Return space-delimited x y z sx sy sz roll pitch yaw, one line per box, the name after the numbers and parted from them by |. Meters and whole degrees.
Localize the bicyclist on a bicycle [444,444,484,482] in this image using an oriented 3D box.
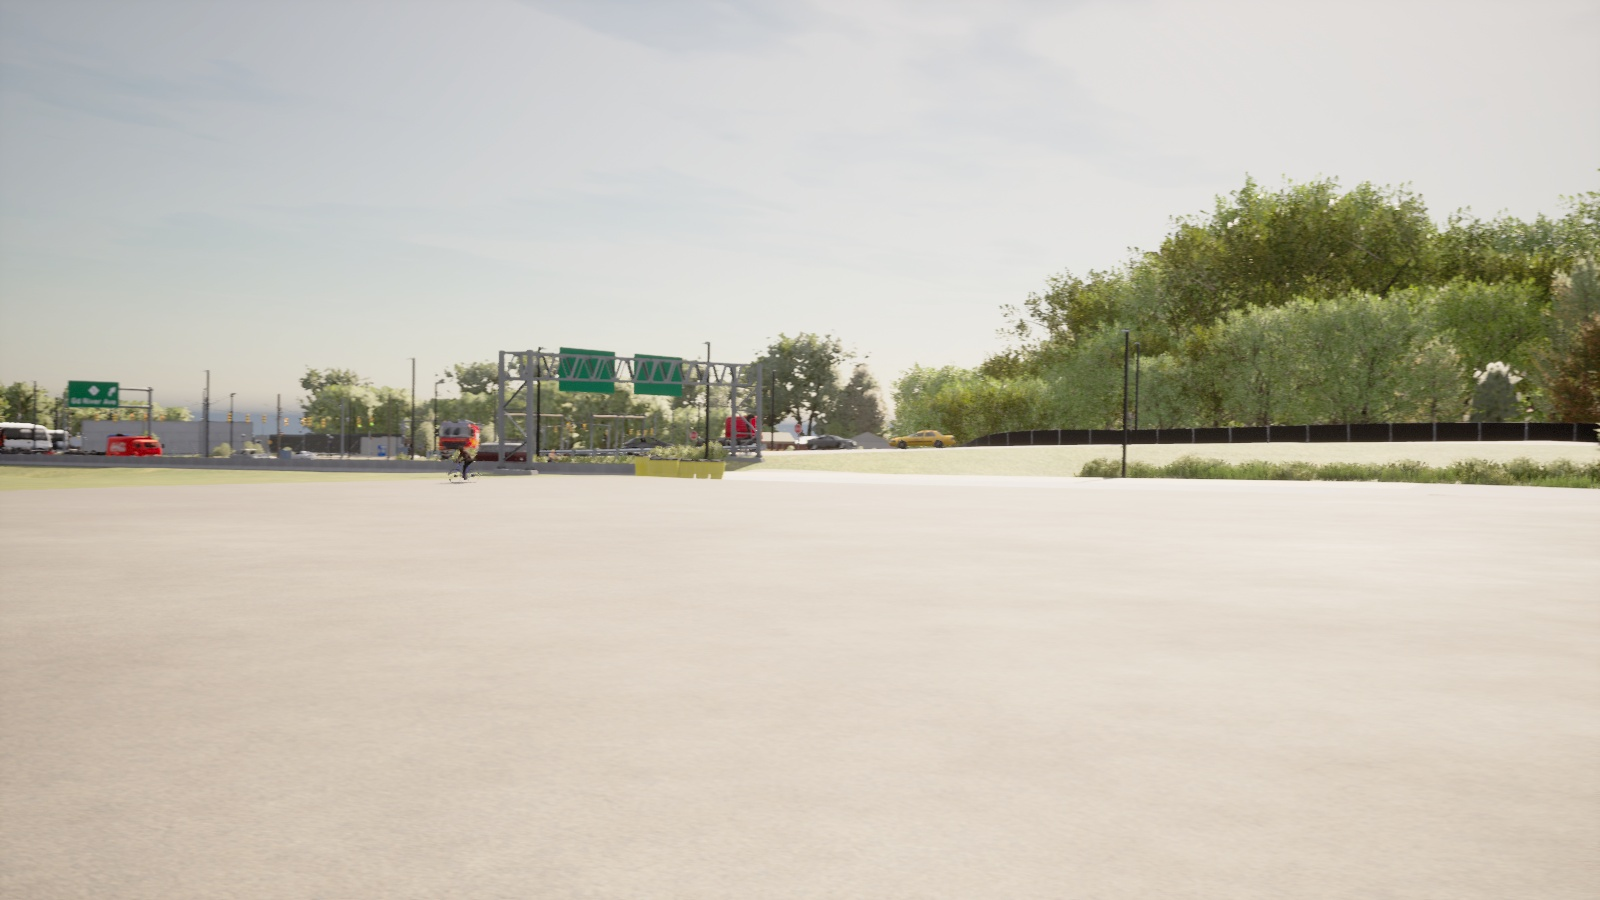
-14.664 0.561 54.773 0.582 1.620 1.656 2 1 36 | bicyclist on a bicycle

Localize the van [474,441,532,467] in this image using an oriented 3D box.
-22.906 0.288 96.739 4.442 1.987 1.775 1 1 32 | van
